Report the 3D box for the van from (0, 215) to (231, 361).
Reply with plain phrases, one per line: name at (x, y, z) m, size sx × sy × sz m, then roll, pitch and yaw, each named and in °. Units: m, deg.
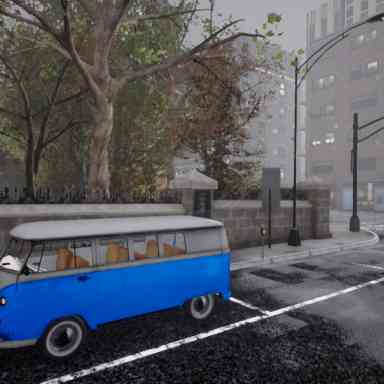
van at (-1.188, 1.342, 5.642) m, size 3.998 × 1.788 × 1.690 m, roll 0°, pitch 1°, yaw -35°
